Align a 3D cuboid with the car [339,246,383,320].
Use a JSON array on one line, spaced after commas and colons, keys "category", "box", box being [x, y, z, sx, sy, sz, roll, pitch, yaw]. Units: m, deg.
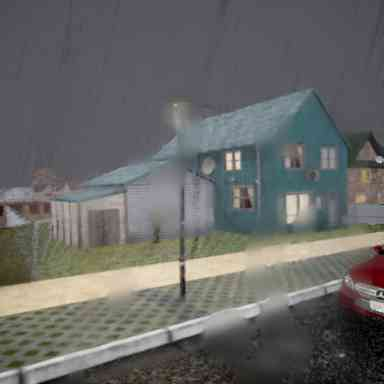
[{"category": "car", "box": [4.815, 1.519, 6.485, 4.674, 1.442, 1.812, 0, 0, -35]}]
